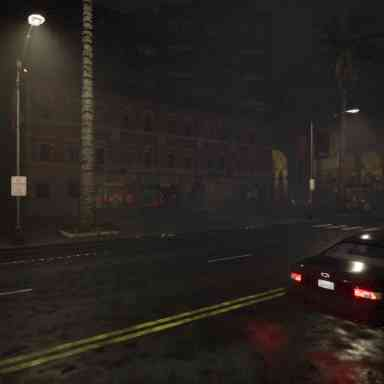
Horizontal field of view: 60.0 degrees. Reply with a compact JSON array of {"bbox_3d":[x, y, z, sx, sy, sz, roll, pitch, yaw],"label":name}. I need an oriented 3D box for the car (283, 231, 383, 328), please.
[{"bbox_3d":[4.212,1.547,6.863,5.357,1.411,2.033,0,0,-36],"label":"car"}]
